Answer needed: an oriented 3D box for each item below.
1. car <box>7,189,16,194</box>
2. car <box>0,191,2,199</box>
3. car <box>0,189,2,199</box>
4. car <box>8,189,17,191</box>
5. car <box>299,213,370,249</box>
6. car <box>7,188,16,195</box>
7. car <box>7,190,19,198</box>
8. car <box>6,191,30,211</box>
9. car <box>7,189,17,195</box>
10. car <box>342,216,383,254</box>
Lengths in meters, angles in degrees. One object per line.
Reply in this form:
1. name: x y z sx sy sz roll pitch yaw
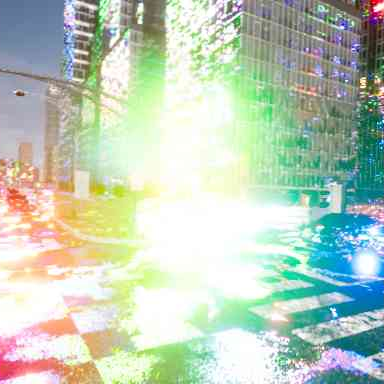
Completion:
1. car: -45.501 -0.175 83.735 1.802 1.307 4.206 1 1 -29
2. car: -25.482 0.541 42.331 2.033 1.411 5.357 2 0 -29
3. car: -31.549 0.273 53.312 1.837 1.490 4.892 2 0 -29
4. car: -26.338 0.498 49.152 2.008 1.369 4.403 1 1 -29
5. car: 6.635 1.581 14.453 4.313 1.339 1.947 2 1 -29
6. car: -42.763 -0.113 78.795 1.887 1.381 4.507 1 1 -29
7. car: -31.813 0.289 59.033 1.887 1.381 4.507 1 1 -29
8. car: -15.389 0.899 29.390 1.887 1.381 4.507 1 1 -29
9. car: -40.108 -0.036 74.003 1.752 1.417 4.829 1 1 -29
10. car: 8.046 1.706 12.278 4.718 1.301 1.895 2 1 -29
